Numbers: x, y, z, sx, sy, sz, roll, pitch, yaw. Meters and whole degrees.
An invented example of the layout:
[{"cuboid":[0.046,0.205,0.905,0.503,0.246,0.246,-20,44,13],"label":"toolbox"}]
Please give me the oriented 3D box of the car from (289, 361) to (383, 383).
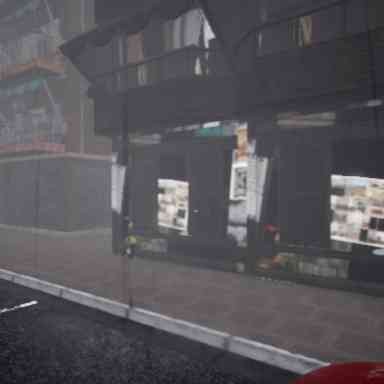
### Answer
[{"cuboid":[2.417,1.551,1.151,4.507,1.381,1.887,0,0,36],"label":"car"}]
